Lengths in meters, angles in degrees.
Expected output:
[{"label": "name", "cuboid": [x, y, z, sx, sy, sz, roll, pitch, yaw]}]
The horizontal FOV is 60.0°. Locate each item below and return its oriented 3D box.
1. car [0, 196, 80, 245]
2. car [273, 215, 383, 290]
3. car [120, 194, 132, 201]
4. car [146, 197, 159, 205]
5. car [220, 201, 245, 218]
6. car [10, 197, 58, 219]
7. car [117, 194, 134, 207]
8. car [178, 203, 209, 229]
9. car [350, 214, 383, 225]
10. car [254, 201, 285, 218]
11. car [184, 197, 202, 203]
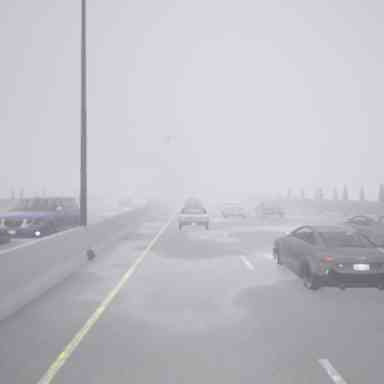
[{"label": "car", "cuboid": [-7.101, 1.228, 15.884, 2.150, 2.045, 5.566, 0, 0, 0]}, {"label": "car", "cuboid": [3.600, 1.564, 9.071, 1.994, 1.385, 4.181, 0, 0, 0]}, {"label": "car", "cuboid": [-14.055, 1.223, 70.990, 1.812, 1.442, 4.674, 0, 0, -1]}, {"label": "car", "cuboid": [-7.032, 1.546, 59.149, 1.882, 1.535, 5.008, 0, 0, 1]}, {"label": "car", "cuboid": [3.587, 1.549, 29.918, 1.812, 1.442, 4.674, 0, 0, 0]}, {"label": "car", "cuboid": [-14.094, 1.375, 29.990, 2.097, 1.767, 4.553, 0, 0, 0]}, {"label": "car", "cuboid": [-10.551, 1.562, 53.035, 1.837, 1.490, 4.892, 0, 0, 0]}, {"label": "car", "cuboid": [0.100, 1.613, 21.946, 1.895, 1.301, 4.718, 0, 0, 0]}, {"label": "car", "cuboid": [7.100, 1.567, 13.128, 1.994, 1.385, 4.181, 0, 0, 0]}, {"label": "car", "cuboid": [7.100, 1.572, 30.829, 2.033, 1.411, 5.357, 0, 0, 0]}, {"label": "car", "cuboid": [0.099, 1.391, 40.552, 2.097, 1.767, 4.553, 0, 0, 0]}]
